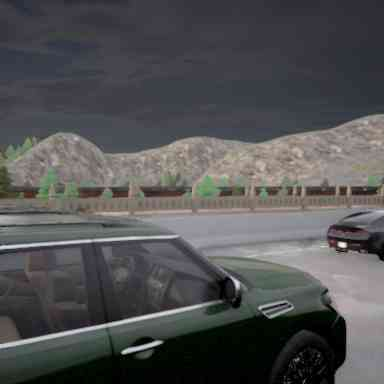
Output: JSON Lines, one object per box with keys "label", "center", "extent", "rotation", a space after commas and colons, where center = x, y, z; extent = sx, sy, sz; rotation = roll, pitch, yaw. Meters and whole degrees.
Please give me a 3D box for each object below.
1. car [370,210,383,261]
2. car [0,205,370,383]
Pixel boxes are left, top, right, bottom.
{"label": "car", "center": [6.894, 1.411, 11.661], "extent": [4.892, 1.490, 1.837], "rotation": [0, 0, -28]}
{"label": "car", "center": [-0.989, 1.202, 2.937], "extent": [5.566, 2.045, 2.150], "rotation": [0, 0, -34]}
